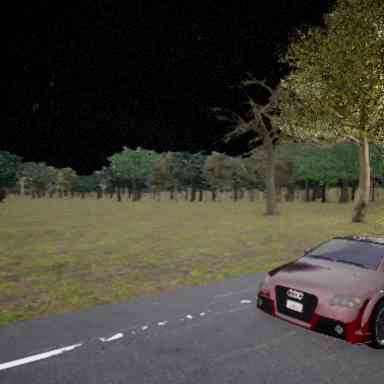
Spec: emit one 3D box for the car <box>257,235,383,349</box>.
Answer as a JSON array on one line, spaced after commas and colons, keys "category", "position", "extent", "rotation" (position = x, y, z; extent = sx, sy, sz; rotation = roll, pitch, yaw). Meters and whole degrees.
[{"category": "car", "position": [3.197, 1.561, 6.272], "extent": [4.181, 1.385, 1.994], "rotation": [0, 0, -35]}]
